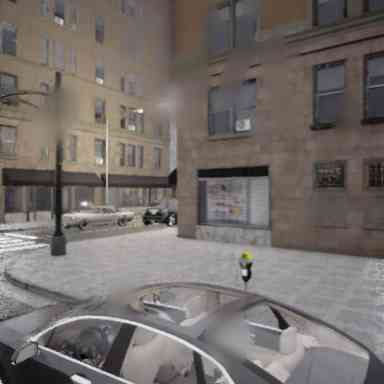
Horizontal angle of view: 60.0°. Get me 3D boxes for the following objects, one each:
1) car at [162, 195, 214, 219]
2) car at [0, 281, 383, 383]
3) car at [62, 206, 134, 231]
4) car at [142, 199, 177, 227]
[{"bbox_3d":[-0.248,1.220,28.396,2.097,1.767,4.553,0,0,35],"label":"car"},{"bbox_3d":[-0.322,1.551,3.040,4.403,1.369,2.008,0,0,35],"label":"car"},{"bbox_3d":[-5.887,1.519,20.455,1.895,1.301,4.718,0,0,35],"label":"car"},{"bbox_3d":[-1.133,1.251,21.851,2.097,1.767,4.553,0,0,34],"label":"car"}]
